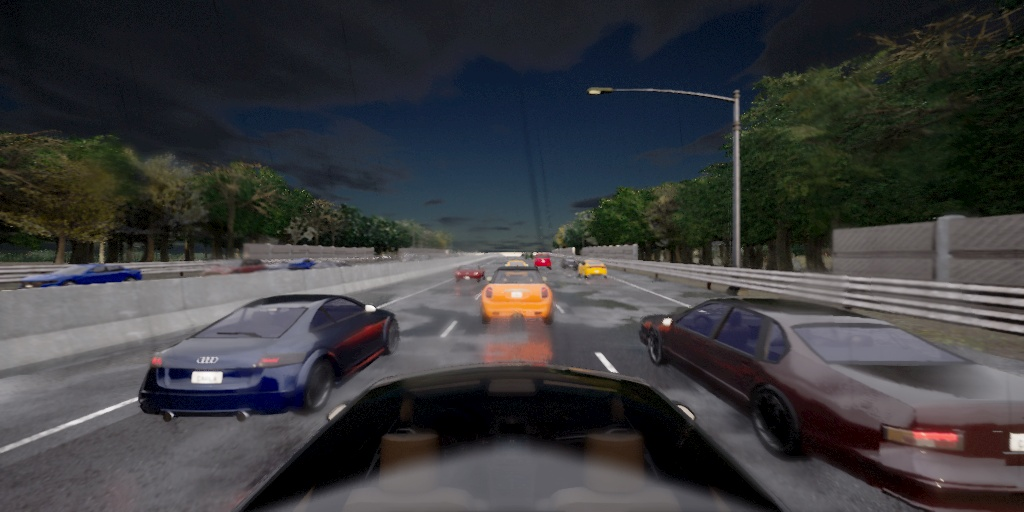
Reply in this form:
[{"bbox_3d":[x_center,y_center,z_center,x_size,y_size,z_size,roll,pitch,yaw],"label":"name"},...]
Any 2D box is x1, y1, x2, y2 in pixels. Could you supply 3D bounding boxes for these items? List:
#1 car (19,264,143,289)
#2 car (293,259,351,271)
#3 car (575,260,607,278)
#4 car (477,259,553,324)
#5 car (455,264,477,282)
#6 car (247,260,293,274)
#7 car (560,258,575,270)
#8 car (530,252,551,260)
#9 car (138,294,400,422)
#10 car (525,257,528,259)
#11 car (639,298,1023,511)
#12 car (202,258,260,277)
[{"bbox_3d":[-23.732,1.211,20.042,1.882,1.535,5.008,0,0,-2],"label":"car"},{"bbox_3d":[-13.863,1.185,27.158,2.128,1.511,4.902,0,0,1],"label":"car"},{"bbox_3d":[7.197,1.132,32.458,1.882,1.535,5.008,0,0,2],"label":"car"},{"bbox_3d":[0.167,1.105,12.198,2.097,1.767,4.553,0,0,0],"label":"car"},{"bbox_3d":[-3.155,1.289,27.954,1.895,1.301,4.718,0,0,1],"label":"car"},{"bbox_3d":[-17.363,1.258,27.179,1.994,1.385,4.181,0,0,1],"label":"car"},{"bbox_3d":[7.544,1.013,47.338,1.812,1.442,4.674,0,1,1],"label":"car"},{"bbox_3d":[3.995,0.708,47.645,2.150,2.045,5.566,0,1,1],"label":"car"},{"bbox_3d":[-3.375,1.317,5.984,1.994,1.385,4.181,0,0,0],"label":"car"},{"bbox_3d":[0.386,1.142,31.153,1.882,1.535,5.008,0,0,1],"label":"car"},{"bbox_3d":[3.501,1.301,4.919,2.033,1.411,5.357,0,0,0],"label":"car"},{"bbox_3d":[-20.862,1.046,27.264,2.097,1.767,4.553,0,0,1],"label":"car"}]
